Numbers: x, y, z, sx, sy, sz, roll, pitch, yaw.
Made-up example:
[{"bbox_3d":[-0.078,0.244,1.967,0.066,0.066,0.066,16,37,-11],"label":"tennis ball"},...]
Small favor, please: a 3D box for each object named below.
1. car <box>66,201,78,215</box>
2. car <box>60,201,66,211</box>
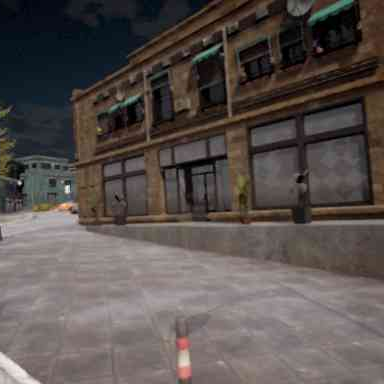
[{"bbox_3d":[-13.765,1.992,40.481,1.994,1.385,4.181,-2,0,-27],"label":"car"},{"bbox_3d":[-20.932,2.307,57.635,2.097,1.767,4.553,-4,0,9],"label":"car"}]
